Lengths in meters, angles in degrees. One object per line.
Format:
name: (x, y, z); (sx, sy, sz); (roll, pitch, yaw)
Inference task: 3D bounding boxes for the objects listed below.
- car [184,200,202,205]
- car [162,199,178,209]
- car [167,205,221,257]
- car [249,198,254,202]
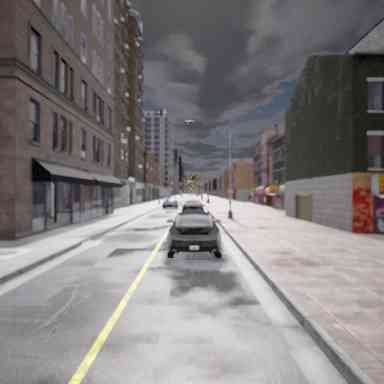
car: (0.072, 1.481, 28.560); (1.837, 1.490, 4.892); (0, 0, 0)
car: (-2.853, 1.560, 44.146); (1.994, 1.385, 4.181); (0, 0, 0)
car: (0.080, 1.484, 12.859); (1.837, 1.490, 4.892); (0, 0, 0)
car: (16.342, 1.872, 82.572); (4.097, 1.590, 1.967); (1, -1, 0)
